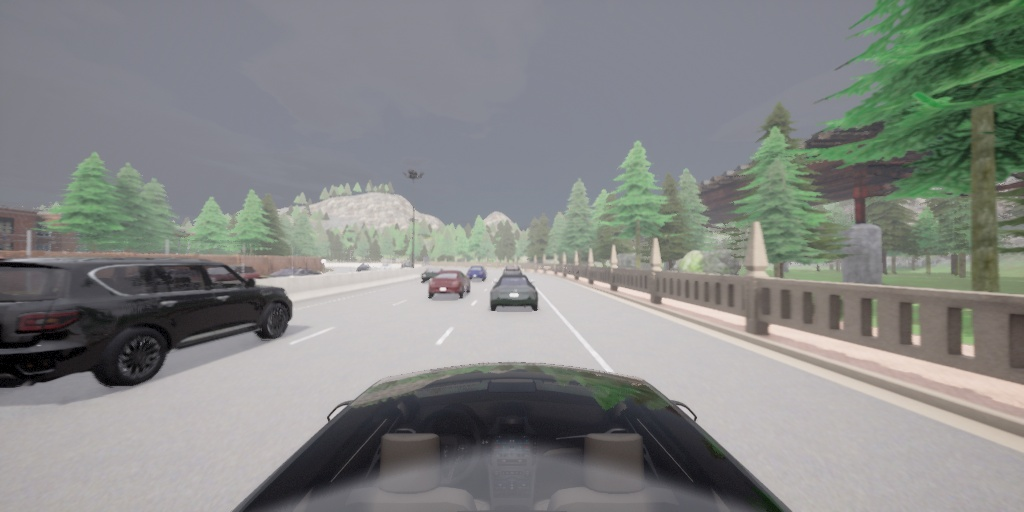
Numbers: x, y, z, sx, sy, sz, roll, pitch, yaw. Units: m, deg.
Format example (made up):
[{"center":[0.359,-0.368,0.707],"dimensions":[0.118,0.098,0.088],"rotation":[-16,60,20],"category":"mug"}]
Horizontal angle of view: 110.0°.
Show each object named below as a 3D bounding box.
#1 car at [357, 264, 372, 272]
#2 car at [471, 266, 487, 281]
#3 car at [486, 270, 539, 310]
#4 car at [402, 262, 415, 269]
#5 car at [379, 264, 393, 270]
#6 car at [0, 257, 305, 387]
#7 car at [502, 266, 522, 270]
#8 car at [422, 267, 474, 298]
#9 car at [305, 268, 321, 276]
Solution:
[{"center":[-24.101,2.031,58.811],"dimensions":[2.033,1.411,5.357],"rotation":[0,-1,-15],"category":"car"},{"center":[-3.491,1.709,35.694],"dimensions":[1.812,1.442,4.674],"rotation":[0,-1,-1],"category":"car"},{"center":[0.086,1.492,15.730],"dimensions":[1.994,1.385,4.181],"rotation":[0,-1,0],"category":"car"},{"center":[-17.337,1.852,60.210],"dimensions":[2.097,1.767,4.553],"rotation":[0,-1,-14],"category":"car"},{"center":[-20.608,2.010,58.971],"dimensions":[1.812,1.442,4.674],"rotation":[0,-1,-13],"category":"car"},{"center":[-6.919,1.045,7.203],"dimensions":[2.150,2.045,5.566],"rotation":[0,0,0],"category":"car"},{"center":[0.036,1.661,34.670],"dimensions":[2.128,1.511,4.902],"rotation":[0,-1,-1],"category":"car"},{"center":[-3.430,1.510,20.069],"dimensions":[1.812,1.442,4.674],"rotation":[0,-1,0],"category":"car"},{"center":[-14.125,1.516,23.008],"dimensions":[2.128,1.511,4.902],"rotation":[0,-1,0],"category":"car"}]
